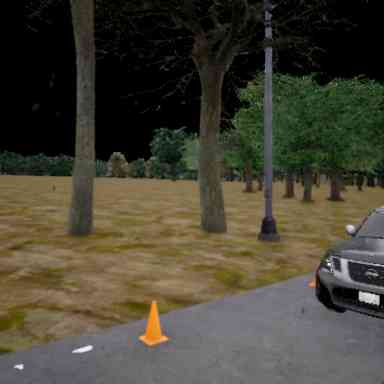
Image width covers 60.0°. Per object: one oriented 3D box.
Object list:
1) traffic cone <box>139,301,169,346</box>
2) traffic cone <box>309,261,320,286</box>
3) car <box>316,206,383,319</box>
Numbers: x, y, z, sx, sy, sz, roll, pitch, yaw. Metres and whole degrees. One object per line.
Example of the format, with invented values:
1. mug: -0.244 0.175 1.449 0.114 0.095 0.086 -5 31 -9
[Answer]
1. traffic cone: -0.587 1.985 5.155 0.340 0.580 0.340 1 0 -38
2. traffic cone: 3.145 2.021 8.246 0.340 0.580 0.340 0 0 -41
3. car: 4.776 1.285 6.929 5.566 2.045 2.150 0 0 -42
